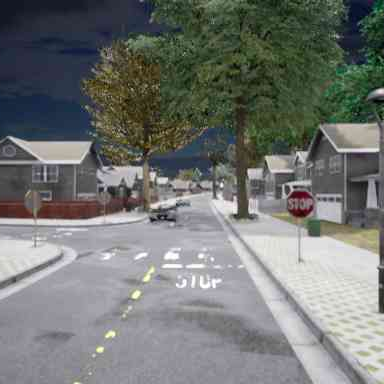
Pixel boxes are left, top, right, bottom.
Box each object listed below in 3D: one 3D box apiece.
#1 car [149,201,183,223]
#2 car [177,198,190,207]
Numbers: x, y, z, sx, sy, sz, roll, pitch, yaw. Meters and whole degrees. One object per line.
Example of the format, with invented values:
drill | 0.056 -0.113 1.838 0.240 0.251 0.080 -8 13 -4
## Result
car | -2.034 1.631 25.501 1.994 1.385 4.181 0 1 2
car | -1.274 1.562 49.914 1.994 1.385 4.181 0 0 2
